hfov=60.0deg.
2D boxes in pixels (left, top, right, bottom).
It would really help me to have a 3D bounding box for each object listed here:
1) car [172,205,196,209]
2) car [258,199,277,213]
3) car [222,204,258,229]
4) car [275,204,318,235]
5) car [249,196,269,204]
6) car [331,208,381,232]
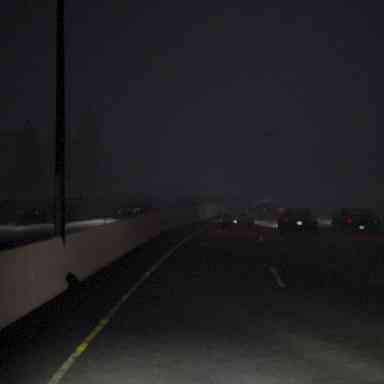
[{"bbox_3d":[-0.506,1.572,34.794,2.033,1.411,5.357,0,0,21],"label":"car"},{"bbox_3d":[8.816,1.657,38.405,1.895,1.301,4.718,0,0,24],"label":"car"},{"bbox_3d":[3.139,1.552,22.157,1.812,1.442,4.674,0,0,14],"label":"car"},{"bbox_3d":[6.036,1.597,19.281,1.994,1.385,4.181,0,0,12],"label":"car"},{"bbox_3d":[13.454,1.562,66.618,2.128,1.511,4.902,0,0,35],"label":"car"},{"bbox_3d":[9.845,1.647,20.384,1.895,1.301,4.718,0,0,14],"label":"car"}]
